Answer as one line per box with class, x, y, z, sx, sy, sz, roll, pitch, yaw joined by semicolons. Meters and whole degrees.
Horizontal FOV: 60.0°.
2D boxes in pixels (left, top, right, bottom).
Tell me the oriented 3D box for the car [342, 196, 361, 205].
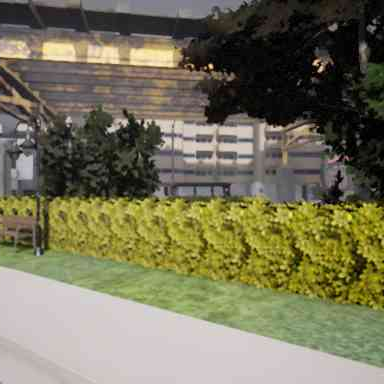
car;24.145;1.288;50.541;1.853;1.218;4.536;0;0;16
